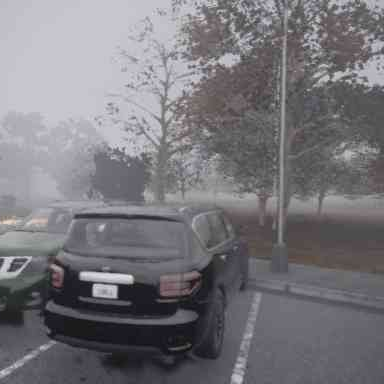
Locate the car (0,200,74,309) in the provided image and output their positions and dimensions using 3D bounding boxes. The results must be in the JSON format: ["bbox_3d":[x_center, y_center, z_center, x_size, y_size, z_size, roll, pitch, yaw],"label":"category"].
[{"bbox_3d":[-2.666,1.222,7.926,2.435,2.045,5.566,1,-1,15],"label":"car"}]

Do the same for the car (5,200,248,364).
[{"bbox_3d":[-0.250,1.226,6.271,2.435,2.045,5.566,0,-1,15],"label":"car"}]
